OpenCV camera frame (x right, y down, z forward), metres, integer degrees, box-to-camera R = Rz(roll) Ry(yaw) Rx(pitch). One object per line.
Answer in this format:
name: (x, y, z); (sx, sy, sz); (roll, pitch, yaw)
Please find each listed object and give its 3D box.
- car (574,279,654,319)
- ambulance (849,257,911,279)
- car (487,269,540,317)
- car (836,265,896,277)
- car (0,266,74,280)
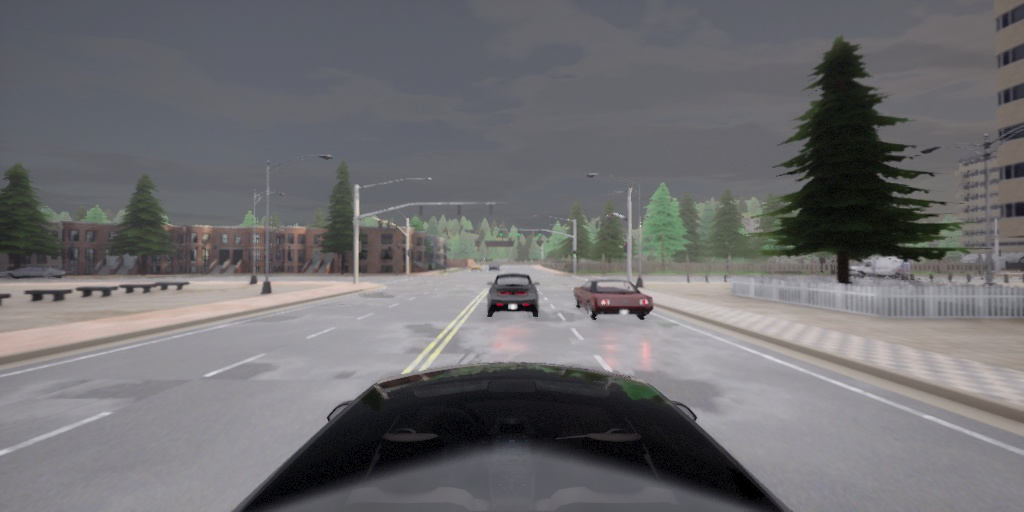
car: (3.545, 1.514, 13.495); (1.895, 1.301, 4.718); (0, -1, 1)
ambulance: (41.277, 1.313, 40.860); (6.366, 2.431, 2.351); (0, -1, 0)
car: (0.053, 1.428, 14.143); (1.837, 1.490, 4.892); (0, 0, 1)
car: (43.773, 1.881, 44.394); (5.357, 1.411, 2.033); (0, -1, 1)
car: (-51.490, 1.820, 38.656); (5.357, 1.411, 2.033); (0, -1, -28)
